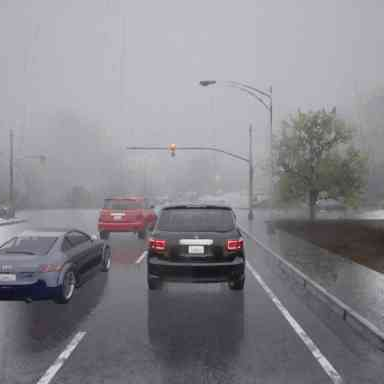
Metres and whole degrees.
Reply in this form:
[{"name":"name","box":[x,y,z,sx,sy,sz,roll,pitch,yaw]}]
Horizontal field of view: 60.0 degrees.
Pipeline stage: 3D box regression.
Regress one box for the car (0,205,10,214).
[{"name":"car","box":[-22.427,1.741,36.059,4.902,1.511,2.128,-1,0,2]}]

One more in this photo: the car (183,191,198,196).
[{"name":"car","box":[-0.424,0.953,71.539,2.150,2.045,5.566,0,2,21]}]

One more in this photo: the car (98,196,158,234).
[{"name":"car","box":[-3.282,1.260,17.632,2.150,2.045,5.566,0,0,1]}]

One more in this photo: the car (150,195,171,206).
[{"name":"car","box":[-5.320,1.465,57.181,2.097,1.767,4.553,0,1,16]}]

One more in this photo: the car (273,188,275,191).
[{"name":"car","box":[23.244,-0.477,92.014,2.033,1.411,5.357,0,3,38]}]

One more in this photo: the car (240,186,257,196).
[{"name":"car","box":[13.966,0.093,84.502,2.097,1.767,4.553,0,3,33]}]

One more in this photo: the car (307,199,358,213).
[{"name":"car","box":[15.977,1.646,37.570,4.718,1.301,1.895,-1,0,3]}]

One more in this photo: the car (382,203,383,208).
[{"name":"car","box":[25.878,1.350,40.508,4.892,1.490,1.837,-2,0,3]}]

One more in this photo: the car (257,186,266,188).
[{"name":"car","box":[19.646,-0.763,93.035,2.150,2.045,5.566,0,3,38]}]

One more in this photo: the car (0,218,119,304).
[{"name":"car","box":[-3.405,1.574,8.230,1.994,1.385,4.181,0,0,2]}]

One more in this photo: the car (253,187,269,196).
[{"name":"car","box":[17.535,0.264,83.629,1.895,1.301,4.718,0,3,33]}]

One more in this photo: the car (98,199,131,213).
[{"name":"car","box":[-8.985,1.598,38.851,2.128,1.511,4.902,0,0,8]}]

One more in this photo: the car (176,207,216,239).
[{"name":"car","box":[0.249,1.605,18.461,1.994,1.385,4.181,0,0,2]}]

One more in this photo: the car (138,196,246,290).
[{"name":"car","box":[0.103,1.234,9.233,2.150,2.045,5.566,0,0,0]}]

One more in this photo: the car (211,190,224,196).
[{"name":"car","box":[6.494,0.274,85.609,2.097,1.767,4.553,0,3,28]}]

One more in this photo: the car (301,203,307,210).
[{"name":"car","box":[16.084,1.549,41.070,4.902,1.511,2.128,-1,0,3]}]
